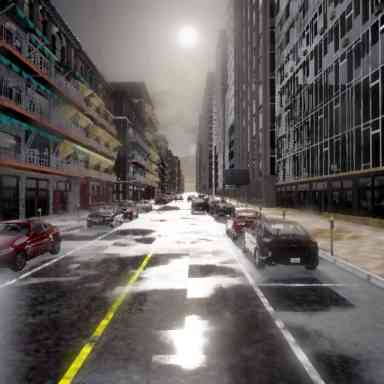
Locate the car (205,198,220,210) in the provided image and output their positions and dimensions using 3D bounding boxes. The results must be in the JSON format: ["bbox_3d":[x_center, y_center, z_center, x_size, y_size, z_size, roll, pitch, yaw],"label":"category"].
[{"bbox_3d":[2.701,1.582,44.777,1.802,1.307,4.206,1,0,0],"label":"car"}]

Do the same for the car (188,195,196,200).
[{"bbox_3d":[0.000,1.444,88.098,1.895,1.301,4.718,0,0,0],"label":"car"}]

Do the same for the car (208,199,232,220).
[{"bbox_3d":[2.701,1.552,27.822,2.008,1.369,4.403,1,0,0],"label":"car"}]

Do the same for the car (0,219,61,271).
[{"bbox_3d":[-5.679,1.582,10.869,1.802,1.307,4.206,1,0,0],"label":"car"}]

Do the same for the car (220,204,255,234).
[{"bbox_3d":[2.701,1.545,16.519,1.887,1.381,4.507,1,0,0],"label":"car"}]

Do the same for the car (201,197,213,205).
[{"bbox_3d":[2.701,1.558,61.732,1.947,1.339,4.313,1,0,0],"label":"car"}]

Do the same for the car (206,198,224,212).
[{"bbox_3d":[2.702,1.526,39.296,1.752,1.417,4.829,1,0,0],"label":"car"}]

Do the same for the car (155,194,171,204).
[{"bbox_3d":[-5.675,1.307,61.734,2.192,1.841,5.009,1,0,0],"label":"car"}]

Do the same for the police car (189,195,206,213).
[{"bbox_3d":[0.877,1.427,36.694,1.930,1.638,5.238,0,0,0],"label":"police car"}]

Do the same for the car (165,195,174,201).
[{"bbox_3d":[-5.679,1.544,84.339,1.947,1.339,4.313,1,0,0],"label":"car"}]

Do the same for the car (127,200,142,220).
[{"bbox_3d":[-5.677,1.441,27.823,1.967,1.590,4.097,1,0,0],"label":"car"}]

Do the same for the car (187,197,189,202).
[{"bbox_3d":[0.000,1.411,73.067,1.994,1.385,4.181,0,0,0],"label":"car"}]

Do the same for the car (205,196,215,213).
[{"bbox_3d":[2.703,1.441,33.475,1.967,1.590,4.097,1,0,0],"label":"car"}]

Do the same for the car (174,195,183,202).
[{"bbox_3d":[-3.000,1.403,75.921,2.128,1.511,4.902,0,0,0],"label":"car"}]

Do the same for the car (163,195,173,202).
[{"bbox_3d":[-5.679,1.527,78.689,1.887,1.381,4.507,1,0,0],"label":"car"}]

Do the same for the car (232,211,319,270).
[{"bbox_3d":[2.701,1.551,10.868,2.008,1.369,4.403,1,0,0],"label":"car"}]

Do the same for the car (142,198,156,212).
[{"bbox_3d":[-5.679,1.526,38.957,1.752,1.417,4.829,1,0,0],"label":"car"}]

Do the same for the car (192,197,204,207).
[{"bbox_3d":[0.900,1.524,52.588,1.812,1.442,4.674,0,0,0],"label":"car"}]

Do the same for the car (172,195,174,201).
[{"bbox_3d":[-5.677,1.426,73.036,1.967,1.590,4.097,1,0,0],"label":"car"}]

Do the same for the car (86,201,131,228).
[{"bbox_3d":[-5.679,1.552,22.172,2.008,1.369,4.403,1,0,0],"label":"car"}]
